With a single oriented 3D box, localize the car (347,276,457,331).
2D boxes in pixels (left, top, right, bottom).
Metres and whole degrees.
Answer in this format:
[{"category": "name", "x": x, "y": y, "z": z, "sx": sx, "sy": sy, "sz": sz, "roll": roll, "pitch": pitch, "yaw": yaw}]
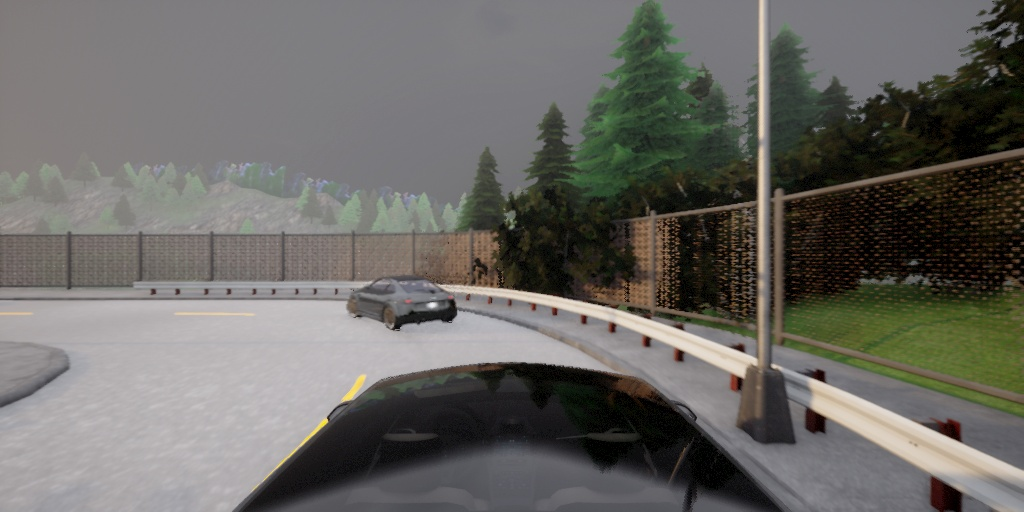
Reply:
[{"category": "car", "x": -3.530, "y": 1.304, "z": 11.197, "sx": 1.994, "sy": 1.385, "sz": 4.181, "roll": 0, "pitch": 0, "yaw": -43}]
